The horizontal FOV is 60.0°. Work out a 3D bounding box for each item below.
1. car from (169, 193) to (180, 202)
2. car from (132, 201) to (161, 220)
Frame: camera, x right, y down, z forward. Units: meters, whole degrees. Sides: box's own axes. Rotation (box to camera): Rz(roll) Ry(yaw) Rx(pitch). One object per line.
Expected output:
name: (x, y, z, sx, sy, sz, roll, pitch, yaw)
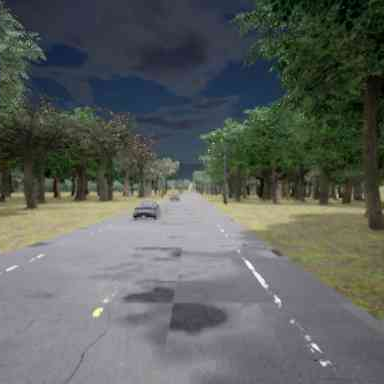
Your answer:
car: (-3.526, 1.053, 68.415, 2.097, 1.767, 4.553, 0, 0, 0)
car: (-3.608, 1.458, 27.481, 2.033, 1.411, 5.357, 0, 0, 0)
